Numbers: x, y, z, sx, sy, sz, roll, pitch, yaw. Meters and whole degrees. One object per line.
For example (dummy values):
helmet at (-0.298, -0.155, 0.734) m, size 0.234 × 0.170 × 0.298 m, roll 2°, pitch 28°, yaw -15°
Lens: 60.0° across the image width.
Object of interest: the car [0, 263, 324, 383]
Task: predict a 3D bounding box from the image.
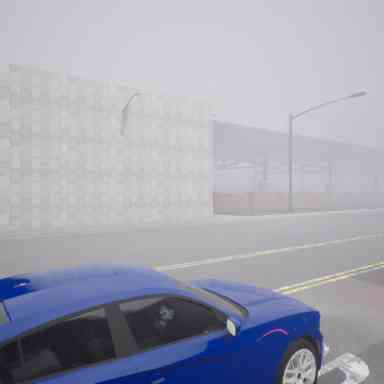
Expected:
car at (-0.733, 1.478, 3.227) m, size 5.008 × 1.535 × 1.882 m, roll 0°, pitch 0°, yaw -36°
